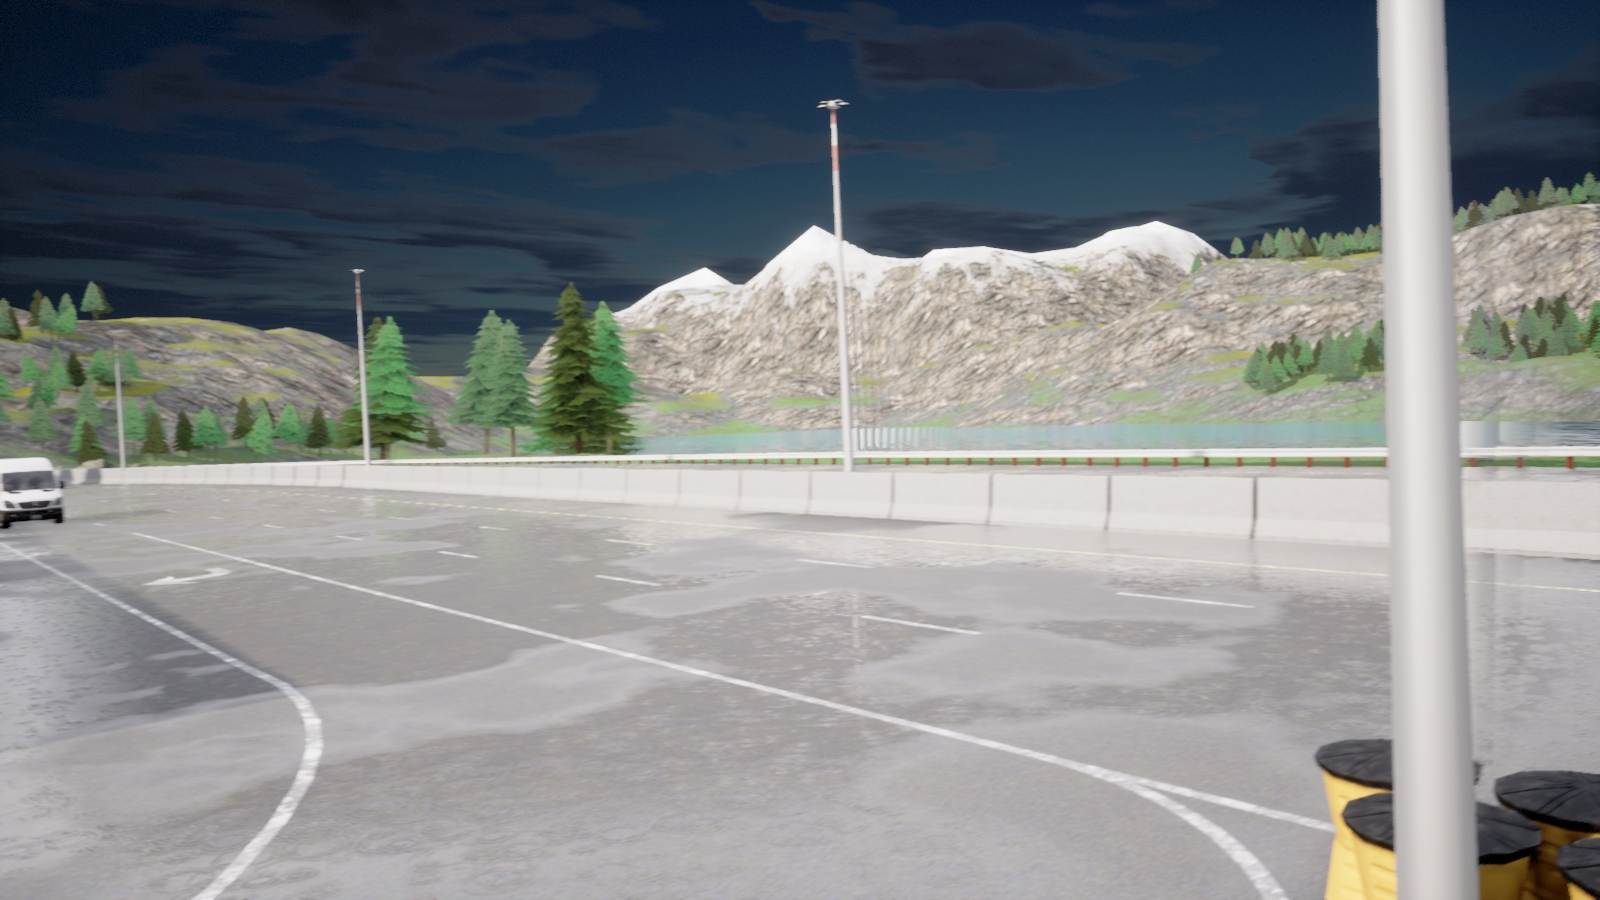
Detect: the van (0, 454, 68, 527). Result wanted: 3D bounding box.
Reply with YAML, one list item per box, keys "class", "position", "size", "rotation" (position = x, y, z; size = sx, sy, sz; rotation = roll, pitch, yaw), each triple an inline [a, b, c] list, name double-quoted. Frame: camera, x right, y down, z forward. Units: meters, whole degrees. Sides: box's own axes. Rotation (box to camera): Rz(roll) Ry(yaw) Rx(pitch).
- class: "van"
  position: [-30.133, 1.492, 44.348]
  size: [1.988, 2.561, 5.915]
  rotation: [-4, 2, -40]
